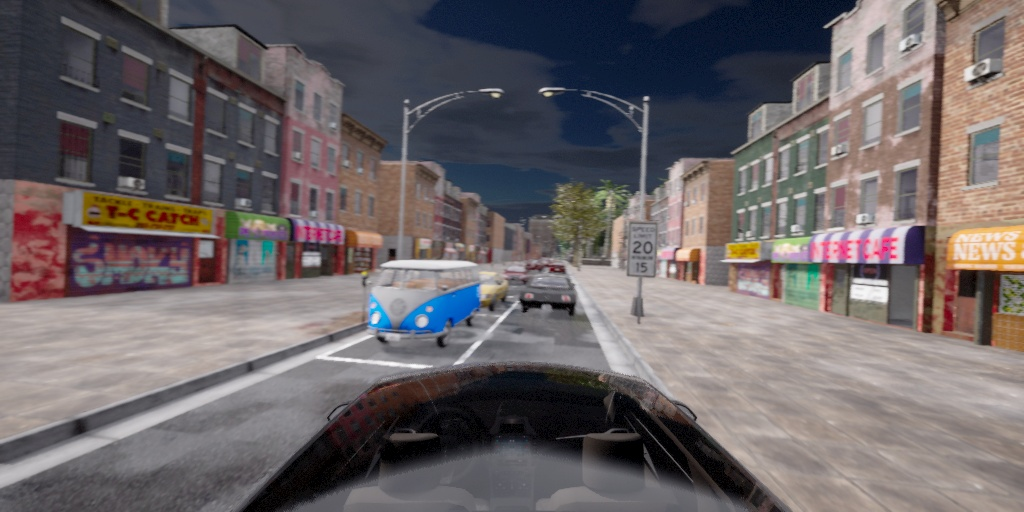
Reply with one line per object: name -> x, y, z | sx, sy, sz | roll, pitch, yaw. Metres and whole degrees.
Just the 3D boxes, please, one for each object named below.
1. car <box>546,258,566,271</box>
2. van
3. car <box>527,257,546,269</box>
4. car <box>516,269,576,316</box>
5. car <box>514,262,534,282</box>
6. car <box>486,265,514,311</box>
car -> 5.486, 1.392, 43.064 | 1.882, 1.535, 5.008 | 3, 0, 8
van -> -1.942, 0.989, 8.728 | 1.690, 1.789, 3.998 | 0, 0, 8
car -> 2.864, 1.142, 46.514 | 2.097, 1.767, 4.553 | 3, 0, 8
car -> 1.495, 1.392, 13.917 | 1.895, 1.301, 4.718 | 3, 0, 9
car -> 0.318, 1.298, 25.411 | 1.802, 1.307, 4.207 | 0, 0, 8
car -> -1.211, 1.196, 14.121 | 1.751, 1.417, 4.829 | 0, 0, 8
